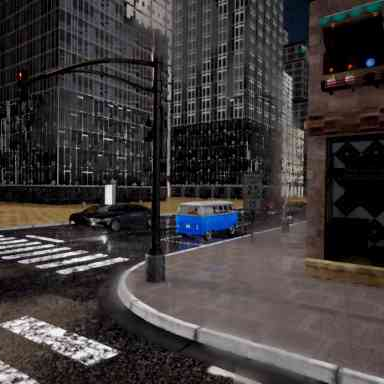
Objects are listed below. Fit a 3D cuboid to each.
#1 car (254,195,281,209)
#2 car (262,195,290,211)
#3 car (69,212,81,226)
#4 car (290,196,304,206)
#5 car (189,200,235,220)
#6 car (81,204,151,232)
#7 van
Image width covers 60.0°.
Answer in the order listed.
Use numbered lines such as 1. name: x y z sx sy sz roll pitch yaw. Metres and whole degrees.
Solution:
1. car: 10.136 1.293 44.380 1.967 1.590 4.097 1 1 36
2. car: 9.267 1.256 38.672 2.097 1.767 4.553 1 0 36
3. car: -5.933 1.467 21.864 1.947 1.339 4.313 1 1 36
4. car: 16.464 1.364 53.250 1.752 1.417 4.829 1 1 36
5. car: 1.781 1.485 28.223 1.994 1.385 4.181 1 1 35
6. car: -3.995 1.466 20.115 1.812 1.442 4.674 1 1 37
7. van: 0.891 1.368 16.993 1.690 1.788 3.998 1 1 36
